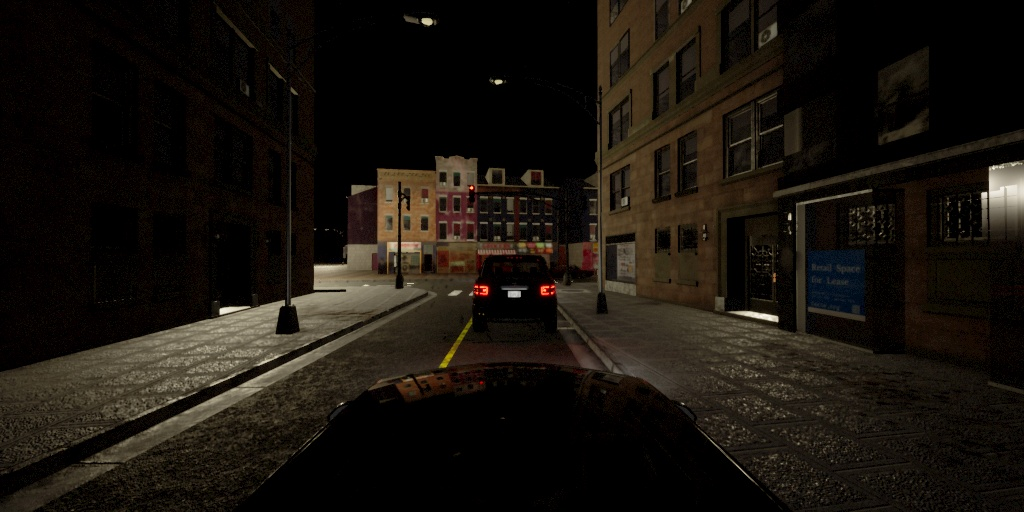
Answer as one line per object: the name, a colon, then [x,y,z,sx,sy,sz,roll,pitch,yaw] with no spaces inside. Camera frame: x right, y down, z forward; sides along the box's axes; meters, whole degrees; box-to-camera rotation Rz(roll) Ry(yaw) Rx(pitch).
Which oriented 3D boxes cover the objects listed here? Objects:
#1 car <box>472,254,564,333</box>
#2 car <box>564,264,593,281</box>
car: [0.096,0.972,10.940,2.150,2.045,5.566,0,0,1]
car: [4.037,1.349,29.089,4.718,1.301,1.895,0,0,-10]
